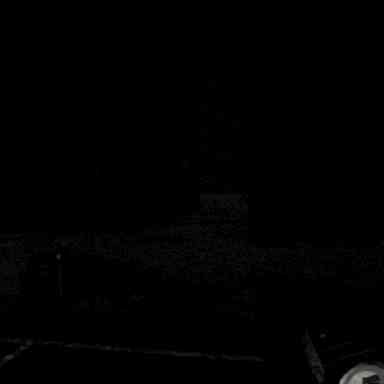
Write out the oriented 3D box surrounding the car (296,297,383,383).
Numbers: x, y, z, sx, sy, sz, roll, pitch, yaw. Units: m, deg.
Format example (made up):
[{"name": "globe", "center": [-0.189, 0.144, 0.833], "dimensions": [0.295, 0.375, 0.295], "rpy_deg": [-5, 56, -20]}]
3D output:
[{"name": "car", "center": [3.011, 1.390, 2.838], "dimensions": [4.097, 1.590, 1.967], "rpy_deg": [-1, 0, 10]}]
